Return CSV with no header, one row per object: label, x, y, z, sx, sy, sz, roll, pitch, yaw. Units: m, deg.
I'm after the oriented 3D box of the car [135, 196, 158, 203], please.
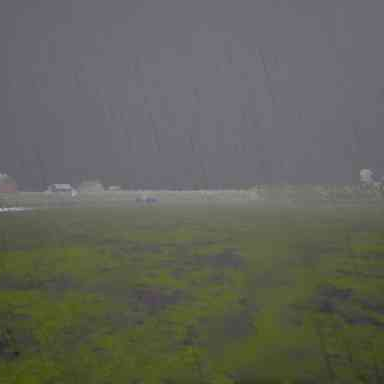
car,-9.030,1.478,66.593,2.033,1.411,5.357,1,0,34
